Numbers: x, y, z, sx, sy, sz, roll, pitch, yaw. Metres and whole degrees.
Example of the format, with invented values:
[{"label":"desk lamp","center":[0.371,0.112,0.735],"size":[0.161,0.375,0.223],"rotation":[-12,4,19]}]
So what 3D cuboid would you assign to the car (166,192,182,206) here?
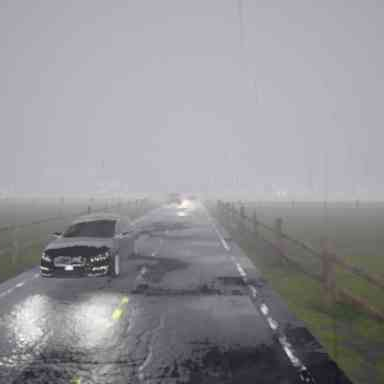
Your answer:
[{"label":"car","center":[-2.772,1.064,52.410],"size":[2.150,2.045,5.566],"rotation":[0,0,1]}]

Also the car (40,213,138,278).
[{"label":"car","center":[-2.833,1.474,10.115],"size":[1.837,1.490,4.892],"rotation":[0,1,0]}]

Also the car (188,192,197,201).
[{"label":"car","center":[0.048,1.138,69.944],"size":[2.033,1.411,5.357],"rotation":[0,0,0]}]

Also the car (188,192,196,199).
[{"label":"car","center":[0.058,0.902,84.745],"size":[2.097,1.767,4.553],"rotation":[0,0,0]}]

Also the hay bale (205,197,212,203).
[{"label":"hay bale","center":[3.169,1.464,62.479],"size":[1.220,1.180,1.240],"rotation":[0,0,0]}]

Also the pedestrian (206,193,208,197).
[{"label":"pedestrian","center":[2.868,1.104,63.578],"size":[0.375,1.860,0.375],"rotation":[0,0,4]}]
